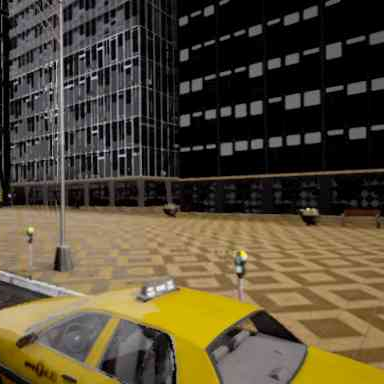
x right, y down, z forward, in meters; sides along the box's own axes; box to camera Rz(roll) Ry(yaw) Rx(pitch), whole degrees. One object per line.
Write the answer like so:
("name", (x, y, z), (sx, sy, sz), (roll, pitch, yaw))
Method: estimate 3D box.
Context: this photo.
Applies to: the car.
("car", (-0.540, 1.529, 3.273), (4.829, 1.417, 1.752), (0, -1, 36))
